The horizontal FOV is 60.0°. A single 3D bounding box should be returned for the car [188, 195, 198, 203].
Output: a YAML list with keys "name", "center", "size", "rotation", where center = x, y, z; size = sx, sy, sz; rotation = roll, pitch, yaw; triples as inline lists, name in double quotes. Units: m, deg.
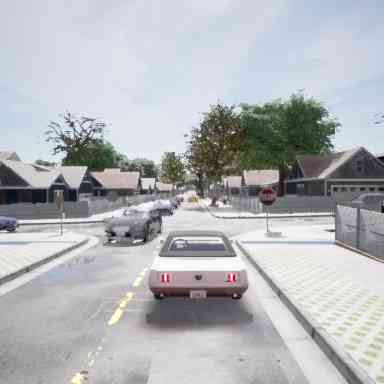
- name: "car"
  center: [0.222, 1.364, 66.176]
  size: [1.882, 1.535, 5.008]
  rotation: [0, 0, 0]

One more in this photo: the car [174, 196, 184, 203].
- name: "car"
  center: [-2.626, 1.483, 68.565]
  size: [1.895, 1.301, 4.718]
  rotation: [0, 0, 0]

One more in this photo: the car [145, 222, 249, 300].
- name: "car"
  center: [0.120, 1.596, 8.356]
  size: [1.895, 1.301, 4.718]
  rotation: [0, 0, 0]

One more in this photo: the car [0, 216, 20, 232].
- name: "car"
  center: [-13.004, 1.817, 20.207]
  size: [4.674, 1.442, 1.812]
  rotation: [-2, 0, 2]

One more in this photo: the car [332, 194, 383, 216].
- name: "car"
  center: [12.278, 0.932, 23.366]
  size: [4.553, 1.767, 2.097]
  rotation: [-2, 0, 0]

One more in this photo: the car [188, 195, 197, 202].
- name: "car"
  center: [0.144, 1.398, 76.136]
  size: [2.128, 1.511, 4.902]
  rotation: [0, 0, 0]

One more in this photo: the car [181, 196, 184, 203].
- name: "car"
  center: [-2.739, 1.506, 53.702]
  size: [1.895, 1.301, 4.718]
  rotation: [0, 0, 0]

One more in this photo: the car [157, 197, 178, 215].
- name: "car"
  center: [-2.787, 1.493, 33.605]
  size: [2.033, 1.411, 5.357]
  rotation: [0, 0, 0]

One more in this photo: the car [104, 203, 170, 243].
- name: "car"
  center: [-2.704, 1.486, 16.254]
  size: [2.128, 1.511, 4.902]
  rotation: [-1, -1, 7]

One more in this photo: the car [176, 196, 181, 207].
- name: "car"
  center: [-2.764, 1.450, 43.630]
  size: [1.812, 1.442, 4.674]
  rotation: [0, 0, 0]
